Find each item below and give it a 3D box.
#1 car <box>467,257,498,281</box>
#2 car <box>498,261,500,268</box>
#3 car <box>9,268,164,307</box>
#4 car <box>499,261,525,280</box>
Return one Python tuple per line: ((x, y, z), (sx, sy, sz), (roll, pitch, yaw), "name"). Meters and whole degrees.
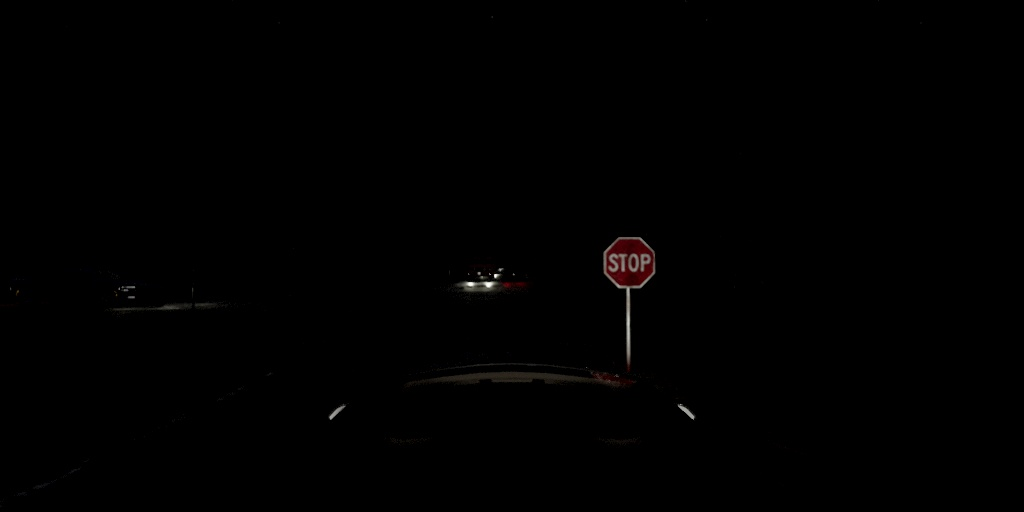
((-2.782, 1.136, 33.138), (2.150, 2.045, 5.566), (0, 0, 0), "car")
((-2.756, 1.452, 45.189), (1.882, 1.535, 5.008), (0, 0, 0), "car")
((-17.571, 1.260, 14.984), (5.008, 1.535, 1.882), (0, -1, -1), "car")
((0.164, 1.408, 33.467), (2.128, 1.511, 4.902), (0, 0, 0), "car")
